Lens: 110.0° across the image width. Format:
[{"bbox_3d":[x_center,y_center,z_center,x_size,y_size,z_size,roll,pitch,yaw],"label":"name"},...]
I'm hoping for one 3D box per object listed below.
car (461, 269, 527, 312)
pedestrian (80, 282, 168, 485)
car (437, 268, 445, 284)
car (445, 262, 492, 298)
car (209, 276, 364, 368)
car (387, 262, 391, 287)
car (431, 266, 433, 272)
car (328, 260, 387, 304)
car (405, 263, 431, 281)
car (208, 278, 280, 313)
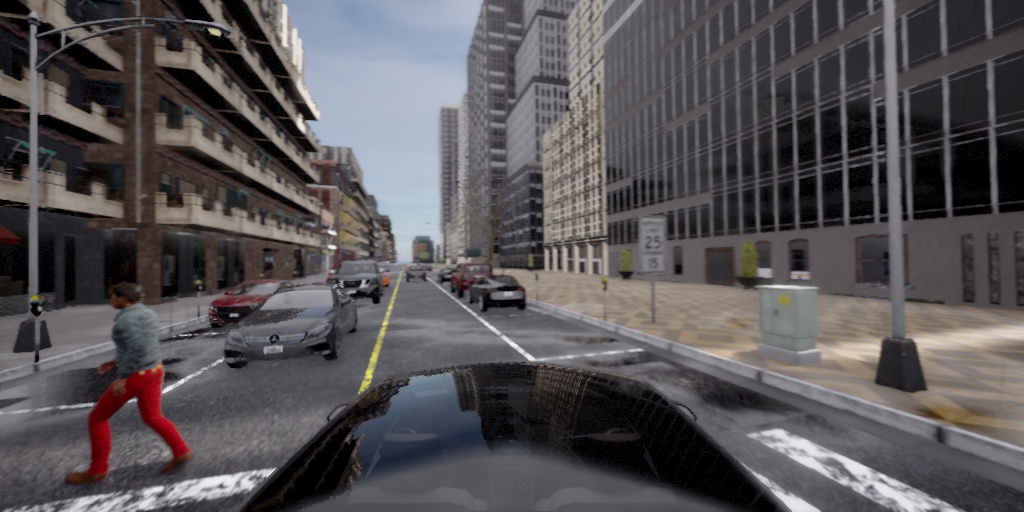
[{"bbox_3d":[-0.706,1.442,14.991,1.948,1.339,4.313,0,0,-17],"label":"car"},{"bbox_3d":[-3.537,1.107,3.295,0.375,1.860,0.375,0,-1,-17],"label":"pedestrian"},{"bbox_3d":[-5.418,1.652,30.874,1.948,1.339,4.313,0,0,-17],"label":"car"},{"bbox_3d":[-2.277,1.260,20.286,2.192,1.841,5.009,0,0,-17],"label":"car"},{"bbox_3d":[-4.831,1.403,8.501,1.812,1.442,4.674,-1,0,-17],"label":"car"},{"bbox_3d":[-10.586,1.484,27.867,2.097,1.767,4.553,-1,-1,-17],"label":"car"},{"bbox_3d":[-14.840,2.088,62.640,1.948,1.339,4.313,0,0,-17],"label":"car"},{"bbox_3d":[-7.661,1.223,18.011,2.150,2.045,5.566,-1,-1,-17],"label":"car"},{"bbox_3d":[-9.551,1.681,35.669,2.128,1.511,4.902,-1,-1,-17],"label":"car"},{"bbox_3d":[-8.740,1.513,12.608,1.888,1.381,4.507,0,0,-17],"label":"car"}]
